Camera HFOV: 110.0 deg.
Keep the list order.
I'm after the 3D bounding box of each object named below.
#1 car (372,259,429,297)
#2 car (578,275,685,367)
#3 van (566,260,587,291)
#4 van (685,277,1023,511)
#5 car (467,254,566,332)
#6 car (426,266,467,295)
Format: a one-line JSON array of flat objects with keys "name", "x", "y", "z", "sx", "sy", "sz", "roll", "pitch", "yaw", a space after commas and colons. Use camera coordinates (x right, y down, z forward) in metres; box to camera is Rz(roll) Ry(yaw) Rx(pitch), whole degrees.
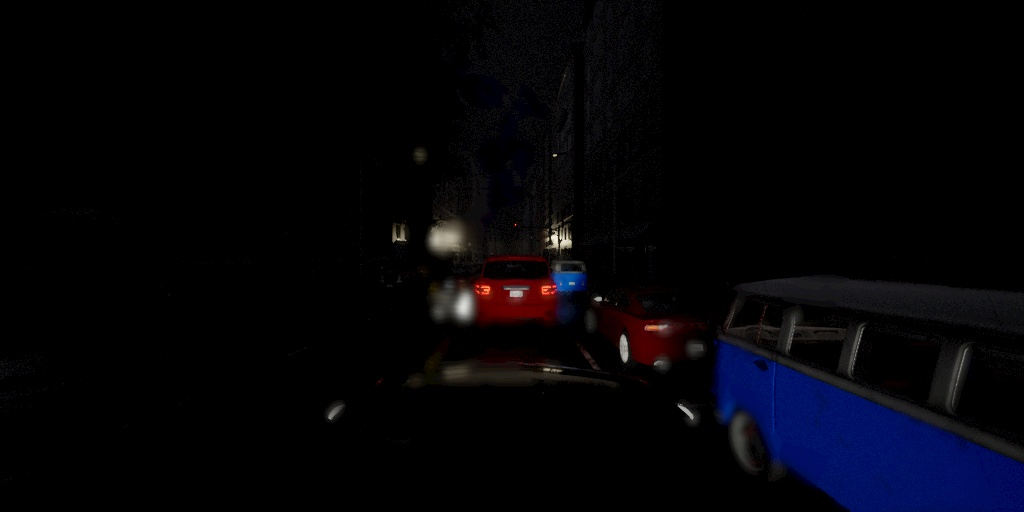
[{"name": "car", "x": -5.635, "y": 1.060, "z": 19.066, "sx": 2.192, "sy": 1.841, "sz": 5.009, "roll": 0, "pitch": 0, "yaw": 0}, {"name": "car", "x": 2.867, "y": 1.294, "z": 7.768, "sx": 1.888, "sy": 1.381, "sz": 4.507, "roll": 0, "pitch": 0, "yaw": 0}, {"name": "van", "x": 2.890, "y": 1.086, "z": 19.089, "sx": 1.690, "sy": 1.789, "sz": 3.998, "roll": 0, "pitch": 0, "yaw": 0}, {"name": "van", "x": 2.856, "y": 1.091, "z": 2.107, "sx": 1.690, "sy": 1.789, "sz": 3.998, "roll": 0, "pitch": 0, "yaw": 0}, {"name": "car", "x": 0.119, "y": 0.970, "z": 10.991, "sx": 2.150, "sy": 2.045, "sz": 5.566, "roll": 0, "pitch": 0, "yaw": 0}, {"name": "car", "x": -3.044, "y": 1.309, "z": 19.440, "sx": 1.994, "sy": 1.385, "sz": 4.181, "roll": 0, "pitch": 0, "yaw": 0}]
